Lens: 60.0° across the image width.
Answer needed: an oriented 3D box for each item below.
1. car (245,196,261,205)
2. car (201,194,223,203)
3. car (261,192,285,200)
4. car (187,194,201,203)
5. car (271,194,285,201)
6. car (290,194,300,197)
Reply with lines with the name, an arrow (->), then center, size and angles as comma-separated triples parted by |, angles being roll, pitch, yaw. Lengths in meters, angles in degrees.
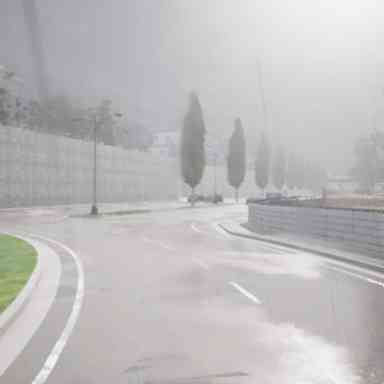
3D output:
car -> 10.322, 1.367, 55.034 | 1.994, 1.385, 4.181 | 1, 0, 27
car -> 4.013, 1.075, 60.247 | 2.097, 1.767, 4.553 | 1, 0, 27
car -> 13.214, 1.061, 53.001 | 2.150, 2.045, 5.566 | 1, 0, 27
car -> 0.835, 1.211, 61.727 | 1.837, 1.490, 4.892 | 1, 0, 27
car -> 18.206, 1.152, 70.255 | 1.895, 1.301, 4.718 | 1, 0, 27
car -> 21.300, 1.145, 68.618 | 1.994, 1.385, 4.181 | 1, 0, 27
